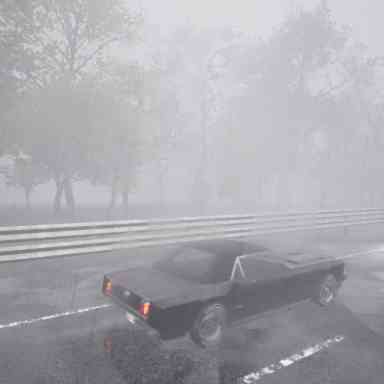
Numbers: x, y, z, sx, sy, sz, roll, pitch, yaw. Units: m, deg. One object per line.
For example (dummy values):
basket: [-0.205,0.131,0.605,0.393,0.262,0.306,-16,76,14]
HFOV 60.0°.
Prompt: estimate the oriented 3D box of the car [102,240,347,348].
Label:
car: [0.879,1.601,6.312,4.718,1.301,1.895,0,0,-35]
